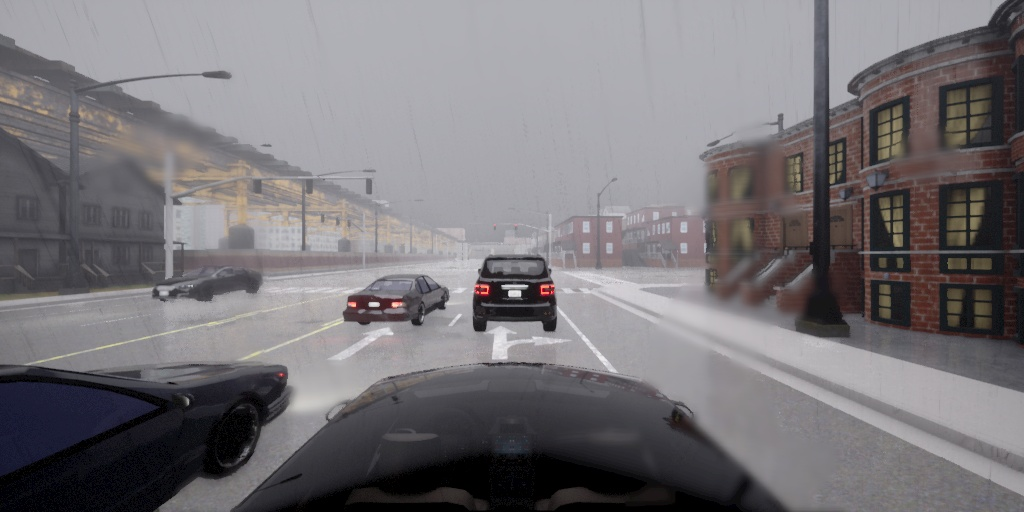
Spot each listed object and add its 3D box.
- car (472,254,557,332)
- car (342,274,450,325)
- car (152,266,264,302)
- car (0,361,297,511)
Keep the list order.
[{"bbox_3d":[0.084,0.970,11.046,2.150,2.045,5.566,0,0,0],"label":"car"},{"bbox_3d":[-3.441,1.296,11.728,2.033,1.411,5.357,0,0,2],"label":"car"},{"bbox_3d":[-14.017,1.242,16.906,2.128,1.511,4.902,0,0,0],"label":"car"},{"bbox_3d":[-3.388,1.297,1.656,2.033,1.411,5.357,0,0,-1],"label":"car"}]
